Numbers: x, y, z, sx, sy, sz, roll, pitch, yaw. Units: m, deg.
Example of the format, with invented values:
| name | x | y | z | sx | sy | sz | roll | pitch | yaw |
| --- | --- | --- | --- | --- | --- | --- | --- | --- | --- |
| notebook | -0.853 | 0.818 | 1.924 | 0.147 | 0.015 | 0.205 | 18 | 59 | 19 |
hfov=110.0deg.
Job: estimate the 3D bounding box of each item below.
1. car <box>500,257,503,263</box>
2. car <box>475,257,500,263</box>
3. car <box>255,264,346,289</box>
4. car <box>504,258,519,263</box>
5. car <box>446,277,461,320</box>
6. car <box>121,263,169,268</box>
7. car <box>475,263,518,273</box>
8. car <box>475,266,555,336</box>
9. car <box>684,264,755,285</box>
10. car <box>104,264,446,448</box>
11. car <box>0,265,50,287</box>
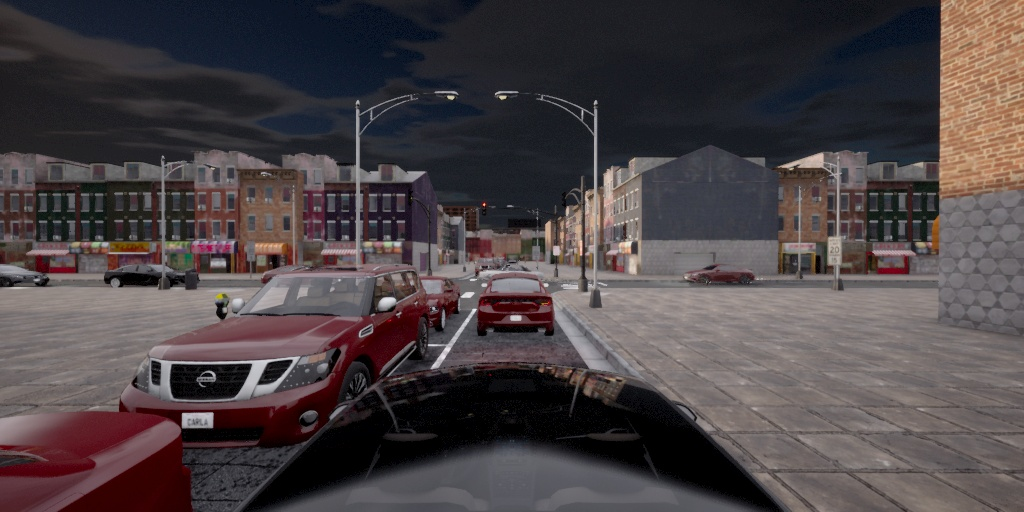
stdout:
| name | x | y | z | sx | sy | sz | roll | pitch | yaw |
| --- | --- | --- | --- | --- | --- | --- | --- | --- | --- |
| car | -2.666 | 1.081 | 48.226 | 2.192 | 1.841 | 5.009 | 0 | 0 | 0 |
| car | -2.659 | 1.073 | 37.372 | 2.192 | 1.841 | 5.009 | 0 | 0 | 0 |
| car | -13.352 | 1.278 | 22.860 | 4.674 | 1.442 | 1.812 | 0 | 0 | -1 |
| car | 0.063 | 1.281 | 56.820 | 1.837 | 1.490 | 4.892 | 0 | 0 | 0 |
| car | -2.644 | 1.294 | 10.963 | 1.888 | 1.381 | 4.507 | 0 | 0 | 0 |
| car | -22.810 | 1.221 | 22.834 | 5.008 | 1.535 | 1.882 | 0 | 0 | 0 |
| car | -0.125 | 1.353 | 25.767 | 4.718 | 1.301 | 1.895 | 0 | 0 | 0 |
| car | 0.091 | 1.227 | 10.427 | 1.882 | 1.535 | 5.008 | 0 | 0 | 0 |
| car | 14.845 | 1.288 | 25.740 | 4.674 | 1.442 | 1.812 | 0 | 0 | 0 |
| car | -2.641 | 1.064 | 5.529 | 2.192 | 1.841 | 5.009 | 0 | 0 | 0 |
| car | -32.607 | 1.266 | 22.845 | 4.674 | 1.442 | 1.812 | 0 | 0 | 0 |
